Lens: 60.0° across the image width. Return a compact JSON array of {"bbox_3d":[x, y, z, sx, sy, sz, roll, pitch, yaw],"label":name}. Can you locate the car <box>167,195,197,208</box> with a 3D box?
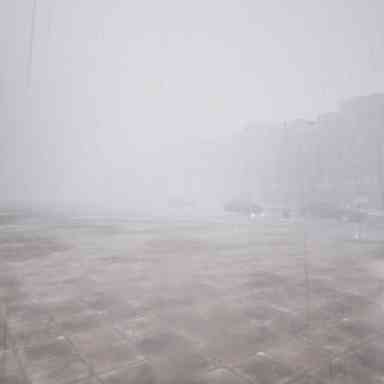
[{"bbox_3d":[-1.318,1.182,42.295,2.128,1.511,4.902,-2,1,-35],"label":"car"}]

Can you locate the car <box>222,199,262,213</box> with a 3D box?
[{"bbox_3d":[4.952,1.376,33.396,1.994,1.385,4.181,-2,2,-36],"label":"car"}]

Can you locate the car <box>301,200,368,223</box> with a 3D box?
[{"bbox_3d":[10.690,1.426,25.273,1.837,1.490,4.892,-2,2,-35],"label":"car"}]
